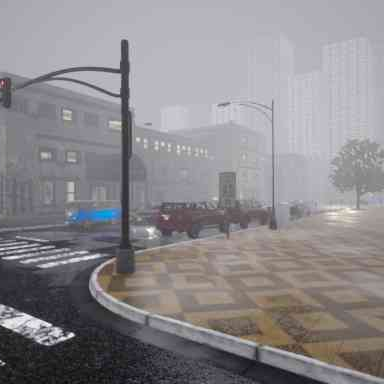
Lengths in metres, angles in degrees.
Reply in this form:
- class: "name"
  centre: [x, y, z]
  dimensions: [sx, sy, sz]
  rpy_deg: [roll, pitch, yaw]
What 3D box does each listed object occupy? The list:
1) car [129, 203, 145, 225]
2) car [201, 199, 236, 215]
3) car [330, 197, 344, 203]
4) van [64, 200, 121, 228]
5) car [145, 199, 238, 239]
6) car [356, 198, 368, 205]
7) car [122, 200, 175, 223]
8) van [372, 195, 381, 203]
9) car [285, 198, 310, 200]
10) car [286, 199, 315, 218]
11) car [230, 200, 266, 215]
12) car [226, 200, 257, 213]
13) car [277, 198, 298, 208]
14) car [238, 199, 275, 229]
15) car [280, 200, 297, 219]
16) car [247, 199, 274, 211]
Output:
- class: "car"
  centre: [-2.215, 1.599, 24.418]
  dimensions: [1.812, 1.442, 4.674]
  rpy_deg: [0, -1, 35]
- class: "car"
  centre: [2.924, 1.569, 36.141]
  dimensions: [1.967, 1.590, 4.097]
  rpy_deg: [-1, -1, 35]
- class: "car"
  centre: [34.892, 1.914, 81.191]
  dimensions: [2.008, 1.369, 4.403]
  rpy_deg: [-1, -1, 35]
- class: "van"
  centre: [-6.667, 1.413, 22.626]
  dimensions: [1.690, 1.788, 3.998]
  rpy_deg: [-1, 0, 35]
- class: "car"
  centre: [0.169, 1.349, 17.778]
  dimensions: [2.192, 1.841, 5.009]
  rpy_deg: [-1, -1, 35]
- class: "car"
  centre: [32.137, 1.801, 62.828]
  dimensions: [2.008, 1.369, 4.403]
  rpy_deg: [-1, -1, 35]
- class: "car"
  centre: [-3.470, 1.530, 27.130]
  dimensions: [1.967, 1.590, 4.097]
  rpy_deg: [-1, -1, 35]
- class: "van"
  centre: [44.923, 1.693, 80.851]
  dimensions: [1.690, 1.788, 3.998]
  rpy_deg: [-1, -1, 35]
- class: "car"
  centre: [15.390, 1.779, 49.053]
  dimensions: [1.994, 1.385, 4.181]
  rpy_deg: [0, 0, 35]
- class: "car"
  centre: [9.761, 1.657, 31.292]
  dimensions: [1.947, 1.339, 4.313]
  rpy_deg: [-1, -1, 35]
- class: "car"
  centre: [6.187, 1.629, 36.243]
  dimensions: [1.837, 1.490, 4.892]
  rpy_deg: [0, 0, 35]
- class: "car"
  centre: [6.120, 1.700, 40.644]
  dimensions: [2.008, 1.369, 4.403]
  rpy_deg: [-1, -1, 35]
- class: "car"
  centre: [15.612, 1.741, 54.021]
  dimensions: [1.752, 1.417, 4.829]
  rpy_deg: [-1, -1, 35]
- class: "car"
  centre: [3.365, 1.367, 22.284]
  dimensions: [2.192, 1.841, 5.009]
  rpy_deg: [-1, -1, 35]
- class: "car"
  centre: [6.563, 1.616, 26.787]
  dimensions: [1.887, 1.381, 4.507]
  rpy_deg: [-1, -1, 35]
- class: "car"
  centre: [9.318, 1.722, 45.150]
  dimensions: [2.008, 1.369, 4.403]
  rpy_deg: [-1, -1, 35]
